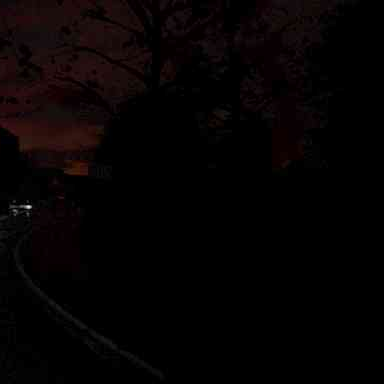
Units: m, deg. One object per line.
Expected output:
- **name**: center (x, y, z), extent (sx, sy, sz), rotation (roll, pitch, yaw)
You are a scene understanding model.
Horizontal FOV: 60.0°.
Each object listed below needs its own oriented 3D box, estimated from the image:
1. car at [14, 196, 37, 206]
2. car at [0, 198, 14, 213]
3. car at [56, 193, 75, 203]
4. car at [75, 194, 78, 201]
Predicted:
- **car**: center (-20.675, 1.185, 41.332), extent (1.895, 1.301, 4.718), rotation (1, 1, -14)
- **car**: center (-17.661, 1.226, 29.338), extent (1.882, 1.535, 5.008), rotation (0, 1, -14)
- **car**: center (-19.868, 0.982, 51.715), extent (1.837, 1.490, 4.892), rotation (0, 1, -14)
- **car**: center (-22.409, 0.949, 61.853), extent (1.895, 1.301, 4.718), rotation (0, 1, -14)
